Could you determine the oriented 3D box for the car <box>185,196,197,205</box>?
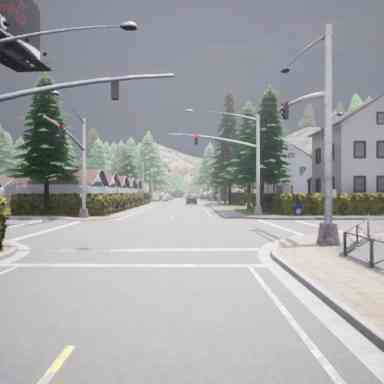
[{"bbox_3d":[-0.091,1.501,59.254,1.837,1.490,4.892,0,0,0],"label":"car"}]
